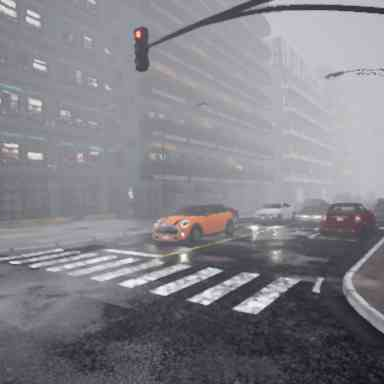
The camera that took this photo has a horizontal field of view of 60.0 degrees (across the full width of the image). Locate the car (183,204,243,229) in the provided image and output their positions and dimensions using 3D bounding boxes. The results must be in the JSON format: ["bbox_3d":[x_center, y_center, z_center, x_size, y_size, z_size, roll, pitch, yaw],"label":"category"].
[{"bbox_3d":[1.512,1.567,22.405,1.887,1.381,4.507,-1,0,36],"label":"car"}]

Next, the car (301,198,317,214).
[{"bbox_3d":[11.980,1.398,32.255,1.994,1.385,4.181,-2,-1,36],"label":"car"}]

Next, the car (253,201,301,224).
[{"bbox_3d":[6.076,1.439,24.133,1.812,1.442,4.674,-2,-1,36],"label":"car"}]

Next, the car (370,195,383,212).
[{"bbox_3d":[17.632,1.222,30.179,1.947,1.339,4.313,-1,0,36],"label":"car"}]

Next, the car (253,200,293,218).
[{"bbox_3d":[7.525,1.490,30.523,2.008,1.369,4.403,-1,0,36],"label":"car"}]

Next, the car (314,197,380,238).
[{"bbox_3d":[7.729,1.228,16.372,1.967,1.590,4.097,-1,0,36],"label":"car"}]

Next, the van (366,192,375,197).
[{"bbox_3d":[40.827,0.855,76.343,1.690,1.788,3.998,-2,0,36],"label":"van"}]

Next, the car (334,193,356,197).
[{"bbox_3d":[24.173,1.035,53.434,2.192,1.841,5.009,-1,0,36],"label":"car"}]

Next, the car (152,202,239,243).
[{"bbox_3d":[0.166,1.347,16.020,2.097,1.767,4.553,-2,-1,36],"label":"car"}]

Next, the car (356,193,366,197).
[{"bbox_3d":[30.840,1.186,62.596,2.008,1.369,4.403,-2,0,36],"label":"car"}]

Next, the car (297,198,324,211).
[{"bbox_3d":[14.187,1.416,39.687,1.947,1.339,4.313,-1,0,36],"label":"car"}]
